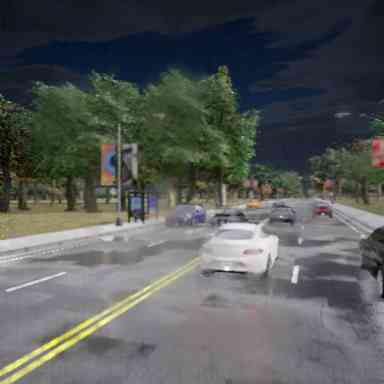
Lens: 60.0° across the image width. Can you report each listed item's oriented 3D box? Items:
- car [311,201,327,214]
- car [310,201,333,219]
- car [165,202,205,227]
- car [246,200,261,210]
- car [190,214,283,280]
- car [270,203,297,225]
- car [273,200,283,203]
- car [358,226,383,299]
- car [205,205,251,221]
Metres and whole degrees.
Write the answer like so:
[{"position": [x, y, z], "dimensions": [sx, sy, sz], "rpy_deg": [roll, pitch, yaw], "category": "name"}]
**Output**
[{"position": [16.299, 1.950, 42.953], "dimensions": [1.812, 1.442, 4.674], "rpy_deg": [-1, -1, 20], "category": "car"}, {"position": [12.963, 1.830, 33.219], "dimensions": [1.837, 1.490, 4.892], "rpy_deg": [-1, -1, 19], "category": "car"}, {"position": [-0.340, 1.676, 25.137], "dimensions": [2.097, 1.767, 4.553], "rpy_deg": [-1, -1, 19], "category": "car"}, {"position": [10.315, 2.114, 55.724], "dimensions": [1.882, 1.535, 5.008], "rpy_deg": [-1, -1, 19], "category": "car"}, {"position": [1.617, 1.646, 10.352], "dimensions": [1.812, 1.442, 4.674], "rpy_deg": [-1, -1, 19], "category": "car"}, {"position": [7.395, 1.852, 26.976], "dimensions": [1.994, 1.385, 4.181], "rpy_deg": [-1, -1, 19], "category": "car"}, {"position": [16.216, 2.207, 62.627], "dimensions": [1.812, 1.442, 4.674], "rpy_deg": [-1, -1, 20], "category": "car"}, {"position": [5.439, 1.542, 8.290], "dimensions": [1.882, 1.535, 5.008], "rpy_deg": [-1, -1, 19], "category": "car"}, {"position": [2.662, 1.849, 23.865], "dimensions": [1.994, 1.385, 4.181], "rpy_deg": [-1, -1, 19], "category": "car"}]
